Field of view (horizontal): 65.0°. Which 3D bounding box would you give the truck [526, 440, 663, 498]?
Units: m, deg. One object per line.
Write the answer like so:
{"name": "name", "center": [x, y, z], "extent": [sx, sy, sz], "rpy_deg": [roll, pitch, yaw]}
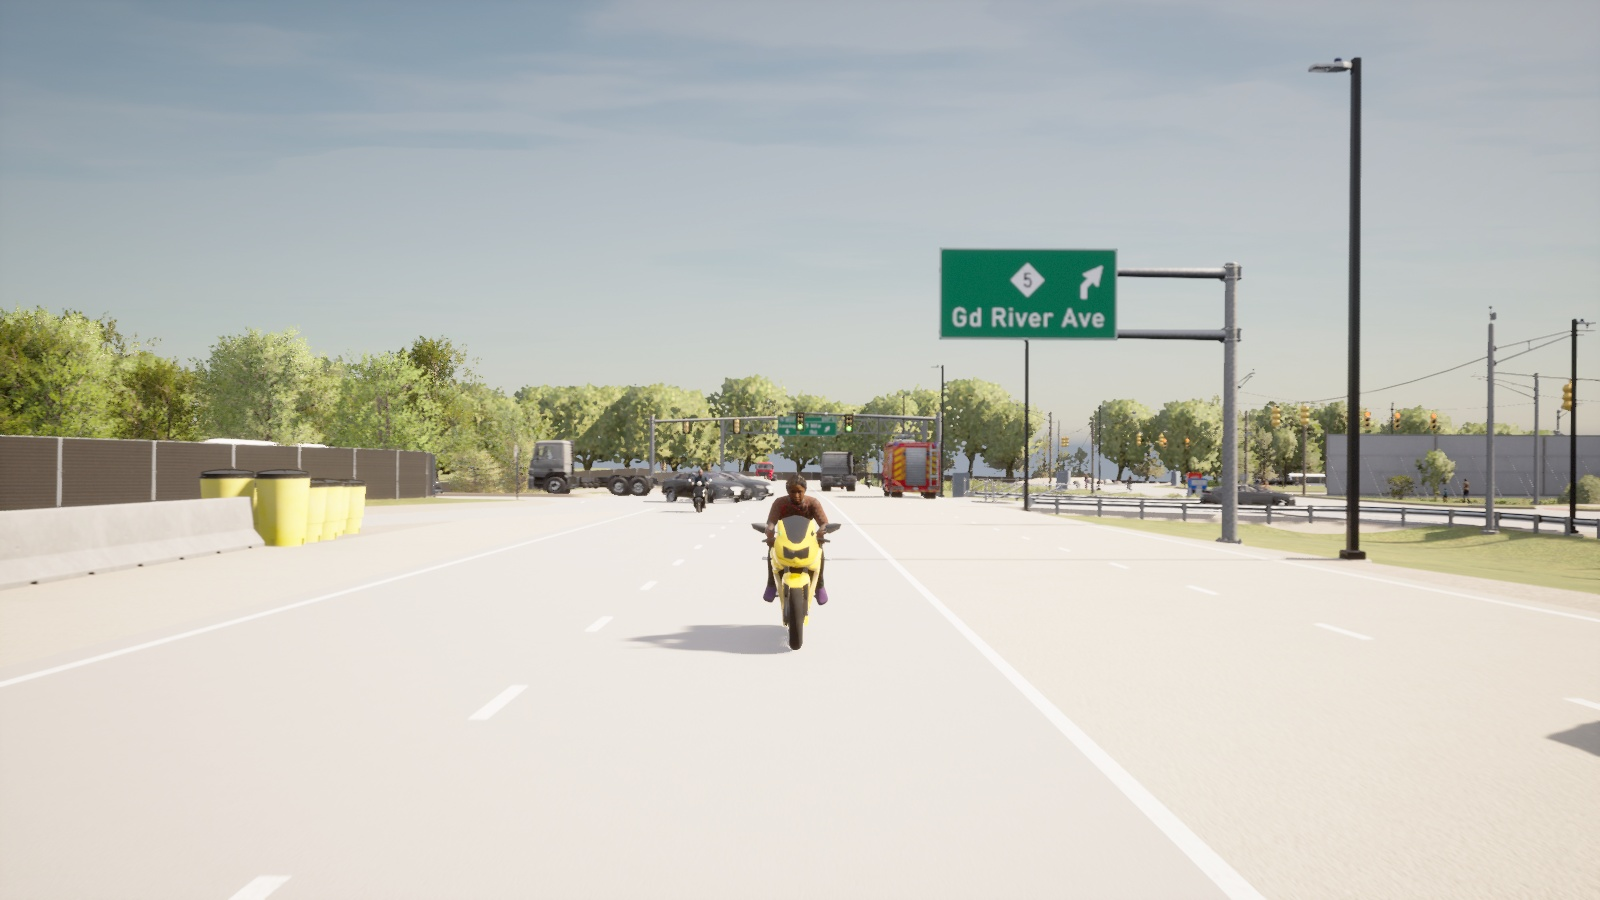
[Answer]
{"name": "truck", "center": [-12.564, 1.187, 77.238], "extent": [7.936, 3.462, 2.891], "rpy_deg": [0, -1, -1]}

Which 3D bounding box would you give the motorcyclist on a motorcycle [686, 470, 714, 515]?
{"name": "motorcyclist on a motorcycle", "center": [-3.609, 1.516, 45.609], "extent": [0.866, 1.590, 1.817], "rpy_deg": [0, -1, 0]}

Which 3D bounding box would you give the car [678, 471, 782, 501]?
{"name": "car", "center": [-3.584, 1.820, 63.999], "extent": [4.902, 1.511, 2.128], "rpy_deg": [-1, -1, 26]}

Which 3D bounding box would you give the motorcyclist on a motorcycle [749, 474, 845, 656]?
{"name": "motorcyclist on a motorcycle", "center": [-0.027, 0.986, 11.595], "extent": [0.797, 1.523, 2.044], "rpy_deg": [0, -1, 0]}

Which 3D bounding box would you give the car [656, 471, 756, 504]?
{"name": "car", "center": [-4.518, 1.750, 59.538], "extent": [2.128, 1.511, 4.902], "rpy_deg": [1, -2, -43]}

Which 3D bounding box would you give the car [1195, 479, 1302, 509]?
{"name": "car", "center": [23.636, 2.294, 66.318], "extent": [4.902, 1.511, 2.128], "rpy_deg": [0, -1, -2]}

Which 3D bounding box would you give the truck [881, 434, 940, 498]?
{"name": "truck", "center": [6.830, 1.000, 78.963], "extent": [2.891, 3.827, 8.468], "rpy_deg": [0, -1, -1]}
